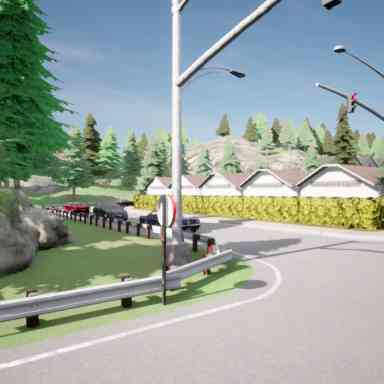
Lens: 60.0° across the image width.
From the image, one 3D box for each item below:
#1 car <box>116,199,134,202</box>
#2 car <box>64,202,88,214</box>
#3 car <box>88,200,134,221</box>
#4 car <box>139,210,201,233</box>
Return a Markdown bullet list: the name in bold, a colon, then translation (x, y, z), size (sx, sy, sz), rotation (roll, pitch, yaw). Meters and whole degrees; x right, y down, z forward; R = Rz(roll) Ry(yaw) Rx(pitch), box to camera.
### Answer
- **car**: translation (-10.958, 1.777, 53.332), size (1.895, 1.301, 4.718), rotation (0, 0, 33)
- **car**: translation (-12.865, 1.791, 37.171), size (1.895, 1.301, 4.718), rotation (0, 0, -33)
- **car**: translation (-7.177, 1.696, 28.956), size (1.837, 1.490, 4.892), rotation (0, 0, -35)
- **car**: translation (-1.462, 1.792, 20.788), size (1.895, 1.301, 4.718), rotation (0, 0, -35)
